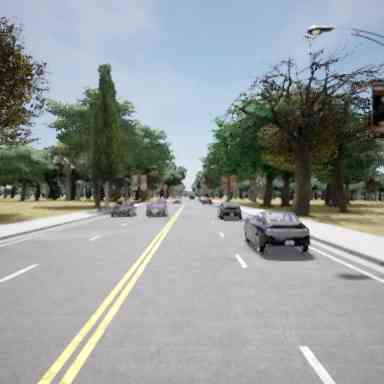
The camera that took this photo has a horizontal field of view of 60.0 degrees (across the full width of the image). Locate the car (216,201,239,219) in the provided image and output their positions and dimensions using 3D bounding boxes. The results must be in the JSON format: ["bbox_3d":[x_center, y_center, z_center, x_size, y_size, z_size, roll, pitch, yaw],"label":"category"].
[{"bbox_3d":[3.350,1.626,30.209,1.837,1.490,4.892,0,0,0],"label":"car"}]

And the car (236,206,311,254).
[{"bbox_3d":[3.351,1.538,13.810,2.128,1.511,4.902,0,0,0],"label":"car"}]

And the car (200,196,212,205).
[{"bbox_3d":[3.251,1.917,69.749,1.812,1.442,4.674,0,0,0],"label":"car"}]

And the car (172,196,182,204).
[{"bbox_3d":[-3.248,1.751,73.124,2.097,1.767,4.553,0,-1,0],"label":"car"}]

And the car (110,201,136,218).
[{"bbox_3d":[-6.595,1.639,32.285,1.837,1.490,4.892,0,-1,0],"label":"car"}]

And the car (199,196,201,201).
[{"bbox_3d":[3.251,2.100,80.780,1.895,1.301,4.718,0,-1,0],"label":"car"}]

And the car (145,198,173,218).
[{"bbox_3d":[-3.343,1.626,32.283,2.128,1.511,4.902,0,0,0],"label":"car"}]

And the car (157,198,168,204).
[{"bbox_3d":[-6.498,1.936,73.092,2.033,1.411,5.357,0,-1,0],"label":"car"}]
